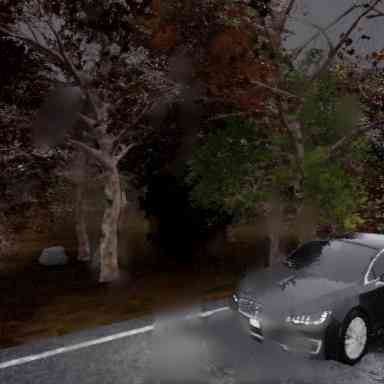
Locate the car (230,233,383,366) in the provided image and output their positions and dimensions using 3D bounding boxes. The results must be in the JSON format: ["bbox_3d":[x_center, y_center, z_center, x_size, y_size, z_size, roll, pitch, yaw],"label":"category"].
[{"bbox_3d":[2.845,1.554,5.967,4.892,1.490,1.837,0,0,-35],"label":"car"}]
